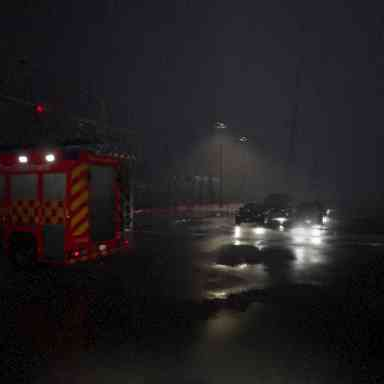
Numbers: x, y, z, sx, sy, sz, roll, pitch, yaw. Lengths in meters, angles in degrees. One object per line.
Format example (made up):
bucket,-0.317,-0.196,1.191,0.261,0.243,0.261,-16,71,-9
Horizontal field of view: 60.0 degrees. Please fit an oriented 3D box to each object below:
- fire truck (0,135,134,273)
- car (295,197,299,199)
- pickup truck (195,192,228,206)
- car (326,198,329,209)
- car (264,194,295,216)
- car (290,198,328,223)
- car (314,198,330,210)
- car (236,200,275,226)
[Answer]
fire truck,-6.316,0.342,11.441,8.468,3.827,2.891,0,0,24
car,14.325,1.506,46.270,1.837,1.490,4.892,0,0,24
pickup truck,2.979,1.059,52.866,6.274,2.098,2.390,0,0,-36
car,13.200,1.601,34.997,1.895,1.301,4.718,0,0,24
car,8.469,1.220,32.930,2.150,2.045,5.566,0,0,24
car,9.142,1.491,25.759,2.128,1.511,4.902,0,0,23
car,17.530,1.526,44.854,1.812,1.442,4.674,0,0,24
car,4.542,1.526,23.994,1.812,1.442,4.674,0,0,23
